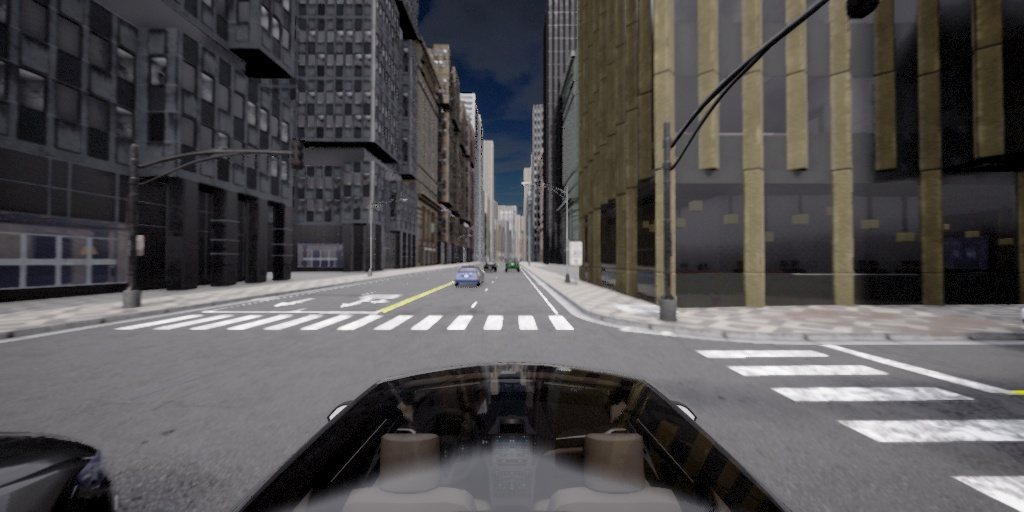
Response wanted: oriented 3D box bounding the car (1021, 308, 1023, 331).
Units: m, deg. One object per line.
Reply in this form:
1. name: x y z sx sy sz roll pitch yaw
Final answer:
1. car: 13.657 0.978 6.865 5.566 2.045 2.150 0 -1 0

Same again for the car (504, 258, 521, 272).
1. car: 0.063 1.297 52.955 2.150 2.045 5.566 0 -1 0

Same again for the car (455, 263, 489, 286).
1. car: -3.139 1.465 27.206 2.033 1.411 5.357 0 0 0

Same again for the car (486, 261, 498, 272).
1. car: -3.128 1.551 53.574 1.882 1.535 5.008 0 0 0
